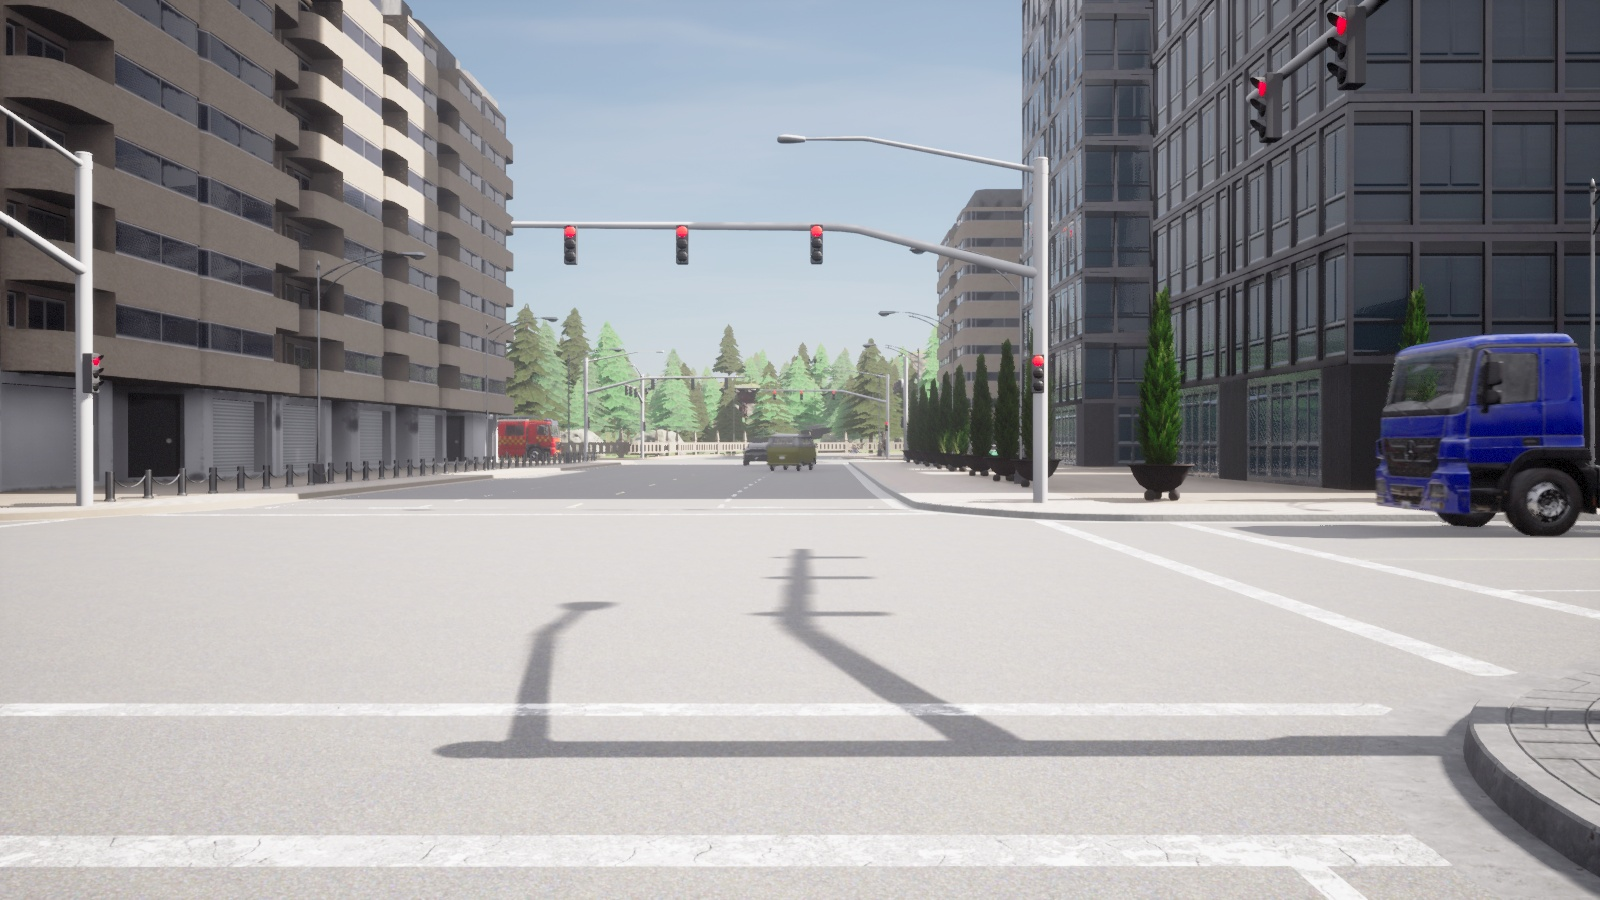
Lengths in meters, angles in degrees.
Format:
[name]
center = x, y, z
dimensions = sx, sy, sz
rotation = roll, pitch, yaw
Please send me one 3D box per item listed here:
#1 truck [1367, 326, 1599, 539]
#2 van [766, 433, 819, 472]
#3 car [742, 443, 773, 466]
[truck]
center = 14.460, -0.292, 21.782
dimensions = 7.936, 3.462, 2.891
rotation = 0, 0, 1
[van]
center = -0.369, 0.118, 67.536
dimensions = 1.775, 1.987, 4.442
rotation = 0, 0, 15
[car]
center = -2.794, 0.274, 84.086
dimensions = 1.837, 1.490, 4.892
rotation = 0, 0, 1
